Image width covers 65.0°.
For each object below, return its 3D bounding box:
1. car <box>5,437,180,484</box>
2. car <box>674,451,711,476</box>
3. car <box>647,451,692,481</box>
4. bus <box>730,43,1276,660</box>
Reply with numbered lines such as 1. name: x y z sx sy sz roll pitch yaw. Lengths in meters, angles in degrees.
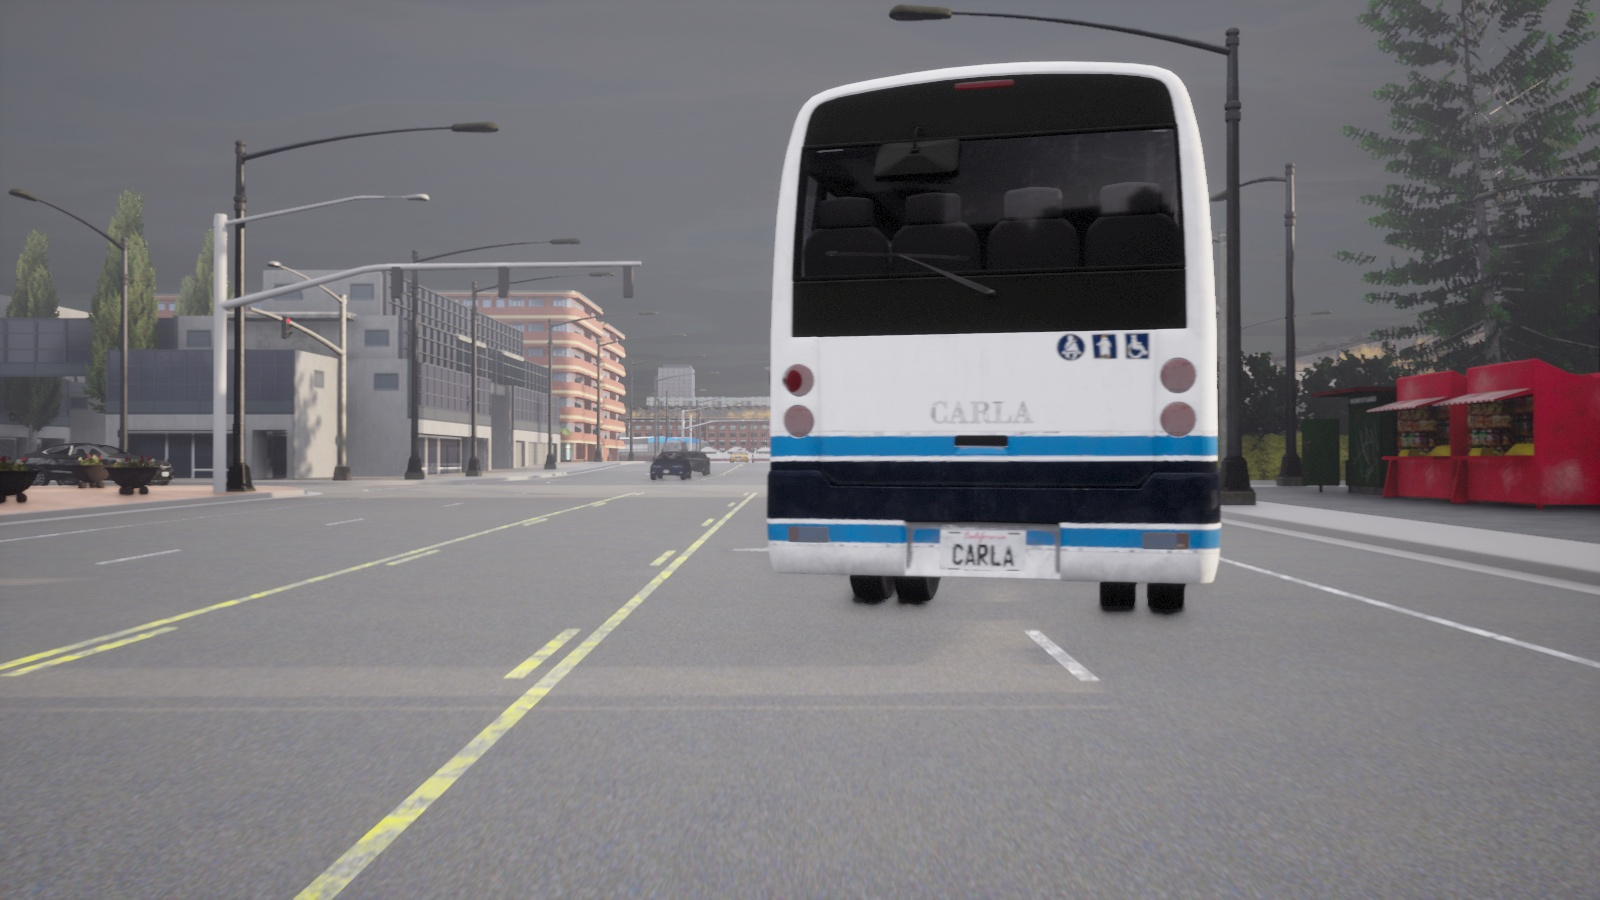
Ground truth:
1. car: -25.093 0.374 44.660 5.027 1.651 2.152 0 -1 1
2. car: -6.551 0.807 76.813 1.837 1.490 4.892 0 0 0
3. car: -6.611 0.781 64.161 1.816 1.474 4.193 0 0 1
4. bus: 2.675 -0.705 14.128 3.944 4.253 10.273 0 0 15
